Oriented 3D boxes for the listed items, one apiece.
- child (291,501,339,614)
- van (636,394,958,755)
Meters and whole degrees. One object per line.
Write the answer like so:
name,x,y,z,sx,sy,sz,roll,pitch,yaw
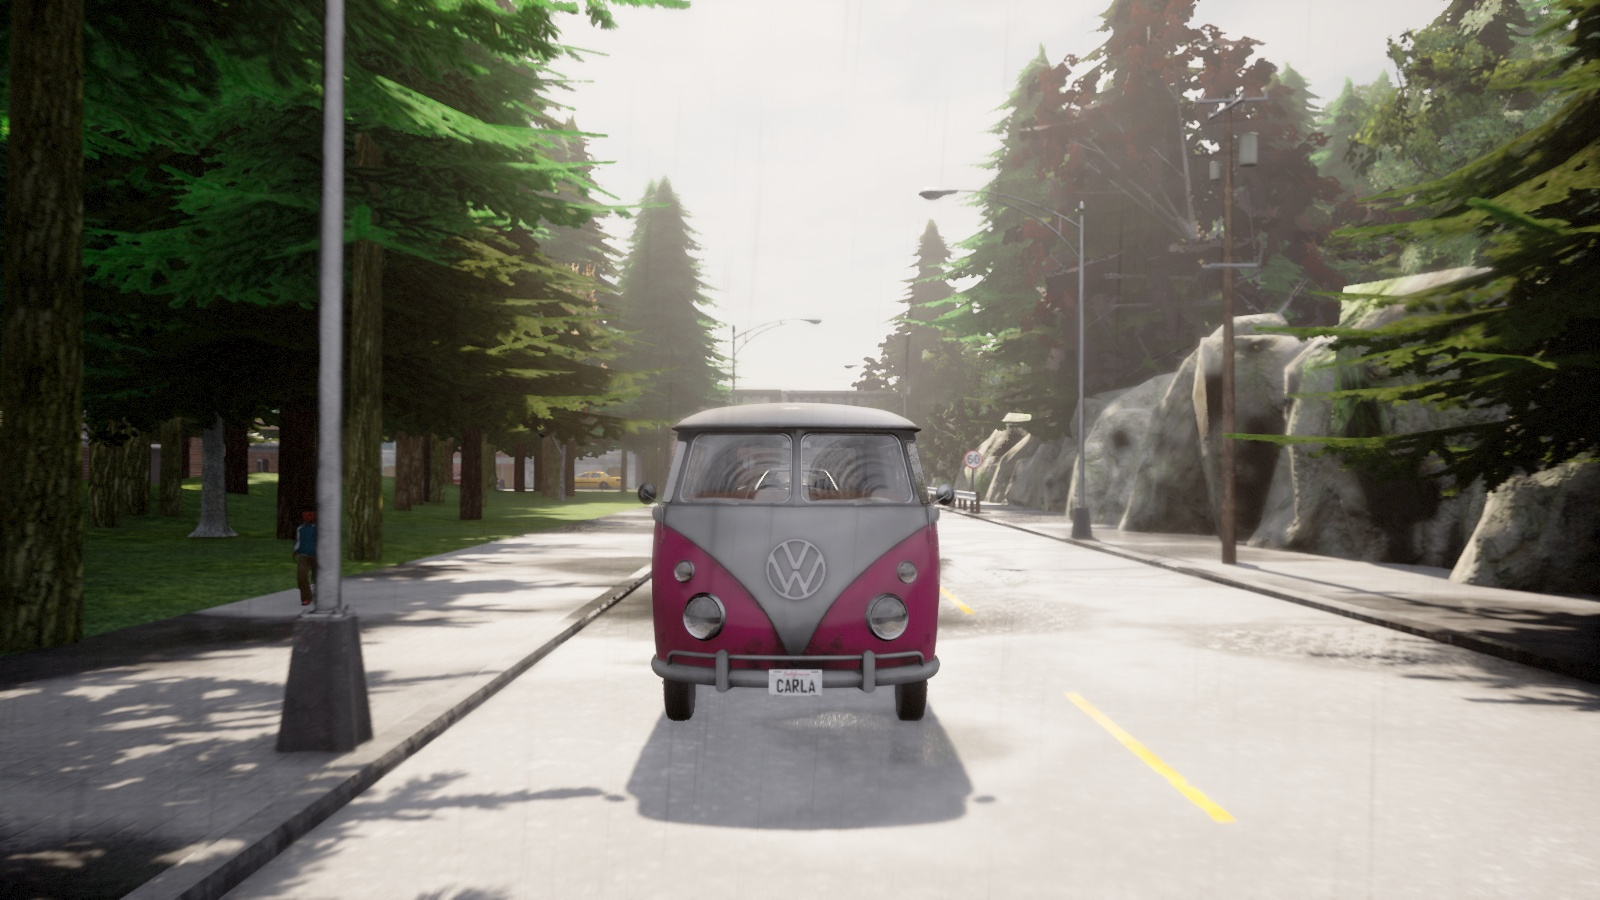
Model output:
child,-5.239,1.153,13.580,0.343,1.192,0.448,0,-1,0
van,-0.023,0.721,9.167,1.775,1.987,4.442,0,-1,0
